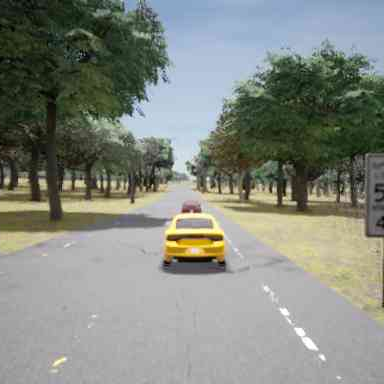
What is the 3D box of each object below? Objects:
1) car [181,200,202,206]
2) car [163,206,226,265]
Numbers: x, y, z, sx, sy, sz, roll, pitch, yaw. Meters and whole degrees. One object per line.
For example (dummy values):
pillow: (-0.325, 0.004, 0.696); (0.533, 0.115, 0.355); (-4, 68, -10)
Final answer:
car: (-0.051, 1.473, 31.434); (1.812, 1.442, 4.674); (0, 0, -1)
car: (0.074, 1.487, 11.735); (1.882, 1.535, 5.008); (0, 0, 0)
